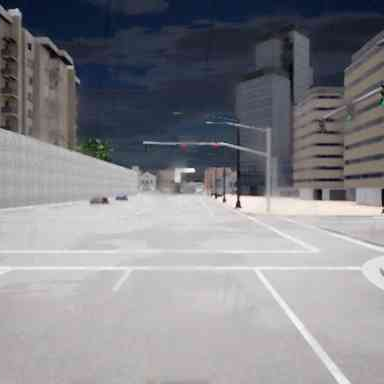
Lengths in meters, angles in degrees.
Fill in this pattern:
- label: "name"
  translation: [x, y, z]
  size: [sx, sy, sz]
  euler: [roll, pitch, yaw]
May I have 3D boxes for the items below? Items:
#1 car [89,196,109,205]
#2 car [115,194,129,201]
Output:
- label: "car"
  translation: [-13.855, 1.221, 49.815]
  size: [1.994, 1.385, 4.181]
  euler: [0, 0, 1]
- label: "car"
  translation: [-13.731, 1.077, 65.196]
  size: [1.812, 1.442, 4.674]
  euler: [0, 0, 1]
